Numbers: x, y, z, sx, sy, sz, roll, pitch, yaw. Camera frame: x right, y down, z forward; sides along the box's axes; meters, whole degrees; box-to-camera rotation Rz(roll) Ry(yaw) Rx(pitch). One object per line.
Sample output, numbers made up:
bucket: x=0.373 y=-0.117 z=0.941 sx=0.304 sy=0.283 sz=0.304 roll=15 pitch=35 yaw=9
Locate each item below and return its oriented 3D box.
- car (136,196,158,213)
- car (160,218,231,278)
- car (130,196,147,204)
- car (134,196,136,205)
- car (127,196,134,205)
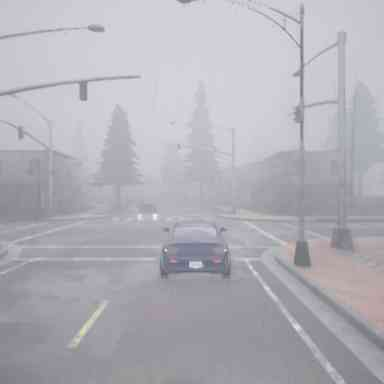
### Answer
car: x=-4.808 y=1.426 z=36.617 sx=1.882 sy=1.535 sz=5.008 roll=0 pitch=0 yaw=-6
car: x=0.084 y=1.521 z=10.035 sx=1.812 sy=1.442 sz=4.674 roll=0 pitch=0 yaw=0
car: x=-10.502 y=1.499 z=65.163 sx=1.994 sy=1.385 sz=4.181 roll=0 pitch=0 yaw=-31
car: x=-6.529 y=1.296 z=46.509 sx=2.097 sy=1.767 sz=4.553 roll=0 pitch=0 yaw=-15
car: x=-9.892 y=1.445 z=56.325 sx=1.837 sy=1.490 sz=4.892 roll=0 pitch=0 yaw=-23
